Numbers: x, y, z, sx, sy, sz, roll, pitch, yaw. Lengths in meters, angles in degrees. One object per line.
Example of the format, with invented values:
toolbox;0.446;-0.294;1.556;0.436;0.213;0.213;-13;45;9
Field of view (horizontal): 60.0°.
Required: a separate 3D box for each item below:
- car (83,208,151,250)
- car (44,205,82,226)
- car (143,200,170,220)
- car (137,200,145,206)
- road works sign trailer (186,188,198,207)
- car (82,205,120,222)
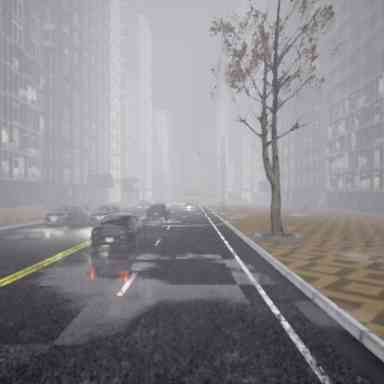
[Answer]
car;-3.157;1.676;15.030;1.812;1.442;4.674;0;0;0
car;-9.857;1.754;26.144;2.128;1.511;4.902;0;-1;0
car;-3.162;1.793;31.766;1.882;1.535;5.008;0;0;0
car;-9.777;2.218;67.329;1.994;1.385;4.181;0;-1;0
road works sign trailer;-0.011;1.090;65.530;2.380;3.560;2.880;0;-1;0
car;-6.607;1.753;26.139;2.128;1.511;4.902;0;-1;0
